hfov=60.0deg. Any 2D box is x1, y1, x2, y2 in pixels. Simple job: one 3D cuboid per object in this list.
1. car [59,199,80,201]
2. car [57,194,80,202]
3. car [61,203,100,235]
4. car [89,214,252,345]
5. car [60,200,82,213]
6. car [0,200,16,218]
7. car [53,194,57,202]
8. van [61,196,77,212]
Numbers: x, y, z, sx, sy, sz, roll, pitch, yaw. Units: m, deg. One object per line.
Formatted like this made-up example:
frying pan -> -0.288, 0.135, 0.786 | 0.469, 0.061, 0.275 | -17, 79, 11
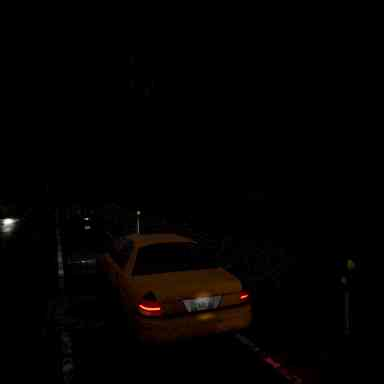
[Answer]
car -> -10.292, 1.566, 28.935 | 1.947, 1.339, 4.313 | 0, 0, -22
car -> -12.397, 1.315, 34.042 | 2.192, 1.841, 5.009 | 0, 0, -22
car -> -6.080, 1.550, 18.722 | 2.008, 1.369, 4.403 | 0, 0, -22
car -> -0.837, 1.457, 6.770 | 1.801, 1.575, 5.366 | 0, 0, -22
car -> -8.186, 1.550, 23.828 | 2.008, 1.369, 4.403 | 0, 0, -22
car -> -17.065, 1.477, 29.773 | 1.882, 1.535, 5.008 | 0, 0, -22
car -> -31.499, 1.466, 79.615 | 1.967, 1.590, 4.097 | 0, 0, -24
van -> -14.503, 1.341, 39.148 | 1.690, 1.788, 3.998 | 0, 0, -22
